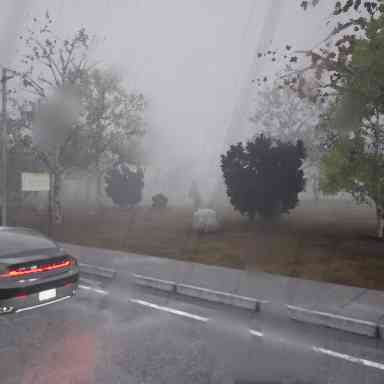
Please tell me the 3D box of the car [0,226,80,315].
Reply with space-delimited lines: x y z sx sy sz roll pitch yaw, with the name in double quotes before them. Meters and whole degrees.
"car" -4.402 1.505 7.135 4.892 1.490 1.837 0 0 37
